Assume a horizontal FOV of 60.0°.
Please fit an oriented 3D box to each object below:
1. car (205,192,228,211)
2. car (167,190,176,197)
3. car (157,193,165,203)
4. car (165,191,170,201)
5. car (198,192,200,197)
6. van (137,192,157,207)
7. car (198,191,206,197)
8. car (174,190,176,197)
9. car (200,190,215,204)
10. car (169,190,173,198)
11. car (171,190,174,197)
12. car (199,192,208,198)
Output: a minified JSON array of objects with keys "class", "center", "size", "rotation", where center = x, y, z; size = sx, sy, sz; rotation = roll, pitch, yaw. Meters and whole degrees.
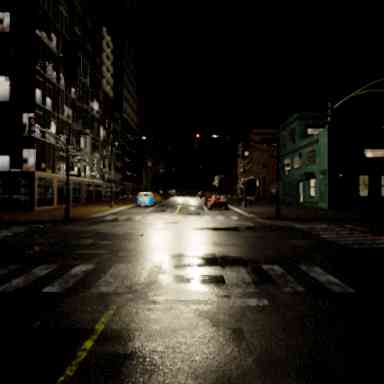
[{"class":"car","center":[2.703,1.072,34.960],"size":[1.967,1.590,4.097],"rotation":[1,1,0]},{"class":"car","center":[-5.675,0.347,91.657],"size":[2.192,1.841,5.009],"rotation":[1,1,0]},{"class":"car","center":[-5.678,0.980,51.773],"size":[1.752,1.417,4.829],"rotation":[1,1,0]},{"class":"car","center":[-5.680,0.914,63.291],"size":[1.802,1.307,4.206],"rotation":[1,1,0]},{"class":"car","center":[2.705,0.587,69.001],"size":[2.192,1.841,5.009],"rotation":[1,1,0]},{"class":"van","center":[-5.675,0.914,40.594],"size":[1.690,1.788,3.998],"rotation":[1,1,0]},{"class":"car","center":[2.702,0.471,91.697],"size":[1.967,1.590,4.097],"rotation":[1,1,0]},{"class":"car","center":[-5.680,0.642,85.985],"size":[2.008,1.369,4.403],"rotation":[1,1,0]},{"class":"car","center":[2.706,0.827,46.306],"size":[2.192,1.841,5.009],"rotation":[1,1,0]},{"class":"car","center":[-5.680,0.838,68.965],"size":[1.947,1.339,4.313],"rotation":[1,1,0]},{"class":"car","center":[-5.680,0.778,74.638],"size":[1.947,1.339,4.313],"rotation":[1,1,0]},{"class":"car","center":[2.700,0.717,80.351],"size":[1.947,1.339,4.313],"rotation":[1,1,0]}]
